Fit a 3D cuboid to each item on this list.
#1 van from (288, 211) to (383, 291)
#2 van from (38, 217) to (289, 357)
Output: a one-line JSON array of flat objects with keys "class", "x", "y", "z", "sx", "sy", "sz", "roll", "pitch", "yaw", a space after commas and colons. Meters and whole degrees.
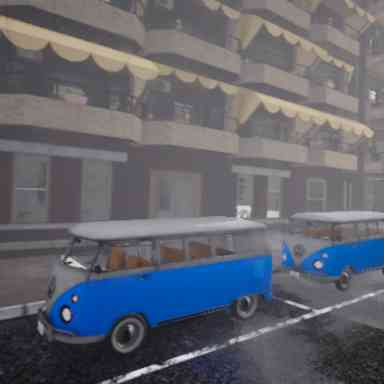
[{"class": "van", "x": 4.135, "y": 1.433, "z": 9.022, "sx": 3.998, "sy": 1.788, "sz": 1.690, "roll": 1, "pitch": 1, "yaw": -35}, {"class": "van", "x": -0.367, "y": 1.373, "z": 5.807, "sx": 3.998, "sy": 1.788, "sz": 1.690, "roll": 1, "pitch": 1, "yaw": -35}]
